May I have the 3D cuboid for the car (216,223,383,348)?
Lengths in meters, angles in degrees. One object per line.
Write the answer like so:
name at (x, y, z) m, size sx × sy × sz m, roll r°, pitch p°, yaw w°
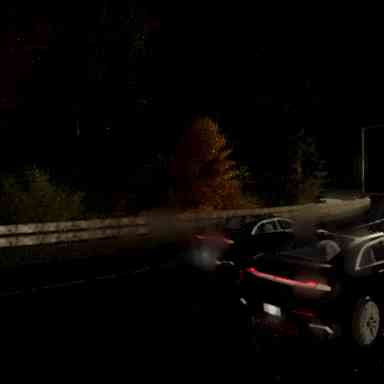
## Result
car at (3.037, 1.449, 6.275) m, size 4.902 × 1.511 × 2.128 m, roll -1°, pitch 0°, yaw -39°

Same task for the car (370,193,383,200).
car at (37.069, 0.901, 66.176) m, size 1.895 × 1.301 × 4.718 m, roll 0°, pitch 0°, yaw 11°

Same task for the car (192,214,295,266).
car at (2.240, 1.444, 10.301) m, size 4.902 × 1.511 × 2.128 m, roll -1°, pitch 0°, yaw -39°
